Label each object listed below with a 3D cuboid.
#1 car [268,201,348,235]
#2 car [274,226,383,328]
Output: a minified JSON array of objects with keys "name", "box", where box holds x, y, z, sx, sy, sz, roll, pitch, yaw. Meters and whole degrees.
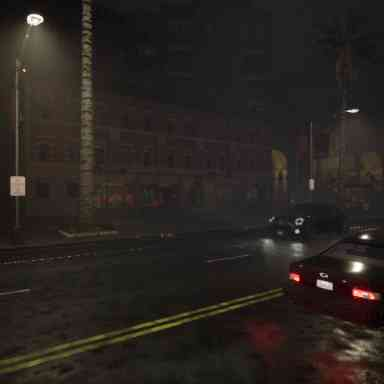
[{"name":"car","box":[5.972,1.352,17.021,4.553,1.767,2.097,0,0,-36]},{"name":"car","box":[4.182,1.547,6.844,5.357,1.411,2.033,0,0,-36]}]
